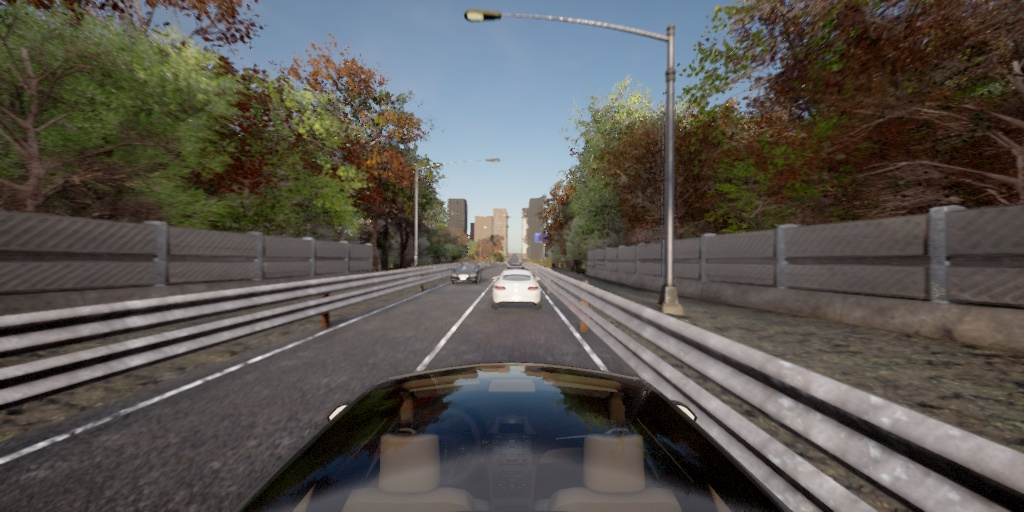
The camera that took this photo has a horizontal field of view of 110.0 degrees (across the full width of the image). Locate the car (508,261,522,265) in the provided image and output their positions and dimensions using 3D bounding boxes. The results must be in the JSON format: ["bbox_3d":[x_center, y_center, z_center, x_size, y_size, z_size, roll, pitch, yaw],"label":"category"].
[{"bbox_3d":[0.369,1.342,40.446,2.128,1.511,4.902,0,0,0],"label":"car"}]

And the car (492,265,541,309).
[{"bbox_3d":[0.180,1.287,14.891,1.812,1.442,4.674,0,0,0],"label":"car"}]

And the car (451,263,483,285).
[{"bbox_3d":[-3.181,1.241,25.998,2.128,1.511,4.902,0,0,1],"label":"car"}]
